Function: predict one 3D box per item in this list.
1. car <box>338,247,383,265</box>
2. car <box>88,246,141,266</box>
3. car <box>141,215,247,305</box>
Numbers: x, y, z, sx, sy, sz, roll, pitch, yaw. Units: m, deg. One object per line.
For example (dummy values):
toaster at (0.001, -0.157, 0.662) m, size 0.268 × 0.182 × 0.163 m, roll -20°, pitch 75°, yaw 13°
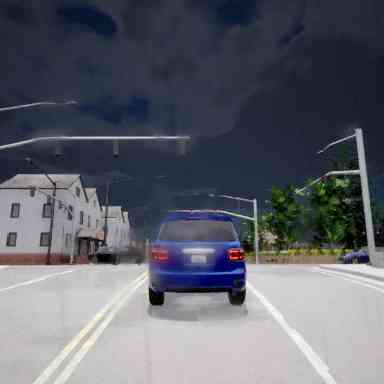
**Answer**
car at (15.425, 5.659, 29.606) m, size 4.553 × 1.767 × 2.097 m, roll 0°, pitch -12°, yaw 1°
car at (-5.163, 4.376, 22.767) m, size 1.895 × 1.301 × 4.718 m, roll 12°, pitch -17°, yaw -42°
car at (0.078, 1.761, 9.303) m, size 2.150 × 2.045 × 5.566 m, roll 0°, pitch -7°, yaw -1°
